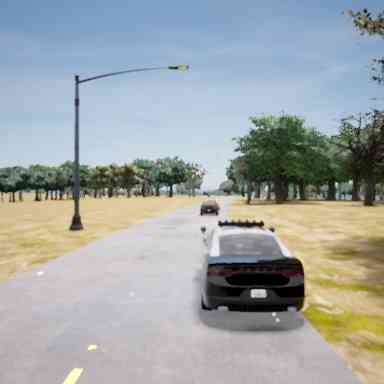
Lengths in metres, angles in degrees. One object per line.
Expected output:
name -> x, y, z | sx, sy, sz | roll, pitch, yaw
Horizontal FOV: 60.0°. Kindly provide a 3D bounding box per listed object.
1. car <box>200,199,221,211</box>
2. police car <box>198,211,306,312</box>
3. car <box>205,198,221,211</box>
car -> 1.948, 1.693, 36.055 | 1.882, 1.535, 5.008 | 0, 0, 6
police car -> 1.163, 1.492, 8.069 | 1.930, 1.638, 5.238 | 0, 0, 1
car -> 2.970, 1.706, 46.431 | 1.882, 1.535, 5.008 | 0, 0, 8
